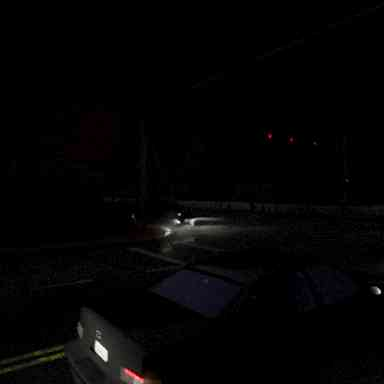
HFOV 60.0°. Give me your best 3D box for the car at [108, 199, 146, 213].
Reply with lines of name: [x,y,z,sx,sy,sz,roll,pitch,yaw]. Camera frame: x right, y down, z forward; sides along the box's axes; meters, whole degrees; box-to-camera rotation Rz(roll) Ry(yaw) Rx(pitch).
car: [-7.544,1.583,38.262,2.033,1.411,5.357,0,0,-38]

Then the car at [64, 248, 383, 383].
car: [1.132,1.555,4.677,5.357,1.411,2.033,0,0,-37]

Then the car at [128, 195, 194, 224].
car: [-2.549,1.249,25.795,2.150,2.045,5.566,0,0,-37]

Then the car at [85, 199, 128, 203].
car: [-8.708,1.575,33.986,2.033,1.411,5.357,0,0,-37]

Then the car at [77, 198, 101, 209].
car: [-14.914,1.636,48.100,1.895,1.301,4.718,0,0,-37]

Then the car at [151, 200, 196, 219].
car: [-1.779,1.561,30.629,1.812,1.442,4.674,0,0,-37]

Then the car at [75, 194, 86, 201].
car: [-15.685,1.246,43.285,2.150,2.045,5.566,0,0,-37]
